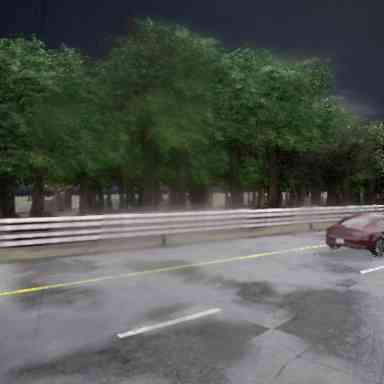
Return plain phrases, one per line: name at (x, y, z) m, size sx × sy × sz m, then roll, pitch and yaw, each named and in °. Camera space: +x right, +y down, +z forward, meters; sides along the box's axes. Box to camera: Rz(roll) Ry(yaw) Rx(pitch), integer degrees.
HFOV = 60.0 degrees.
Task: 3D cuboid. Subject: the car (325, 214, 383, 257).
car at (7.190, 1.593, 13.242) m, size 4.674 × 1.442 × 1.812 m, roll 0°, pitch 0°, yaw -35°
